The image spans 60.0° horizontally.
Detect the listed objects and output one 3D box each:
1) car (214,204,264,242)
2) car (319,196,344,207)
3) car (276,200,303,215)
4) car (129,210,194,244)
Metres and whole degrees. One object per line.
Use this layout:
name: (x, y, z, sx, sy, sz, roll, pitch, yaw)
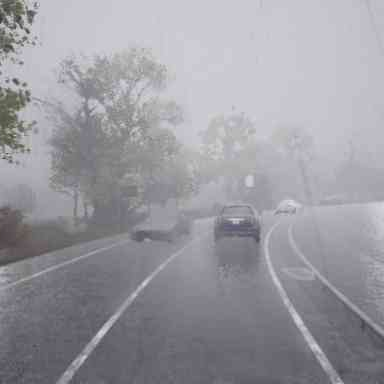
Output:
car: (2.447, 1.363, 16.748, 2.097, 1.767, 4.553, -1, 0, 14)
car: (21.535, 1.371, 51.459, 5.008, 1.535, 1.882, -2, -3, -38)
car: (9.822, 1.487, 33.524, 1.812, 1.442, 4.674, -3, -1, 31)
car: (-1.267, 1.631, 16.577, 2.033, 1.411, 5.357, -1, -1, 14)
